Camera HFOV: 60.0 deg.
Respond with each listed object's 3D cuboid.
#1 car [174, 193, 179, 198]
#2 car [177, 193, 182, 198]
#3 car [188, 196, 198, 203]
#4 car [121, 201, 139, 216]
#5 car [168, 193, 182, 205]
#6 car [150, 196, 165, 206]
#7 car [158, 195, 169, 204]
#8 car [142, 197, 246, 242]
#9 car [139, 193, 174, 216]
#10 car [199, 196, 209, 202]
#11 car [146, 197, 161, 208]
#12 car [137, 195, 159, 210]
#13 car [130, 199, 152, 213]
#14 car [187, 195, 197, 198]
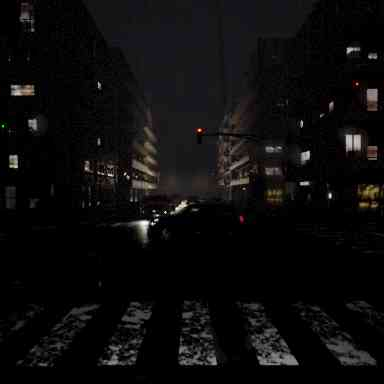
[{"bbox_3d":[-3.057,1.361,40.075,2.097,1.767,4.553,0,0,0],"label":"car"},{"bbox_3d":[-3.040,1.366,49.974,2.097,1.767,4.553,0,0,0],"label":"car"},{"bbox_3d":[0.118,1.571,70.657,2.033,1.411,5.357,0,0,0],"label":"car"},{"bbox_3d":[-5.659,1.572,32.190,1.947,1.339,4.313,0,0,0],"label":"car"},{"bbox_3d":[-2.983,1.242,60.533,2.150,2.045,5.566,0,0,1],"label":"car"},{"bbox_3d":[-5.637,1.457,54.921,1.967,1.590,4.097,0,0,0],"label":"car"},{"bbox_3d":[-5.626,1.464,66.286,1.967,1.590,4.097,0,0,0],"label":"car"},{"bbox_3d":[0.200,1.318,15.804,4.553,1.767,2.097,-1,0,0],"label":"car"},{"bbox_3d":[-3.089,1.227,30.163,2.150,2.045,5.566,0,0,1],"label":"car"},{"bbox_3d":[2.765,1.584,77.644,2.008,1.369,4.403,0,0,0],"label":"car"},{"bbox_3d":[-5.643,1.539,49.068,1.752,1.417,4.829,0,0,0],"label":"car"},{"bbox_3d":[-5.648,1.326,43.556,2.192,1.841,5.009,0,0,0],"label":"car"},{"bbox_3d":[-5.654,1.533,37.703,1.752,1.417,4.829,0,0,0],"label":"car"},{"bbox_3d":[0.162,1.373,60.558,2.097,1.767,4.553,0,0,0],"label":"car"}]
